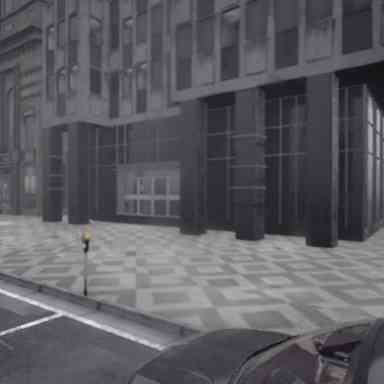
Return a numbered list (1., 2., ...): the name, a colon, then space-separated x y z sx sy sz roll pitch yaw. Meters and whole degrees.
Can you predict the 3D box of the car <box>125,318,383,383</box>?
1. car: 1.393 1.551 1.967 4.403 1.369 2.008 0 0 35
